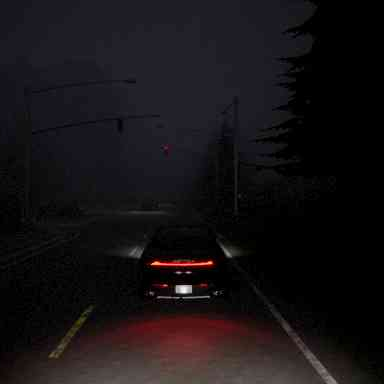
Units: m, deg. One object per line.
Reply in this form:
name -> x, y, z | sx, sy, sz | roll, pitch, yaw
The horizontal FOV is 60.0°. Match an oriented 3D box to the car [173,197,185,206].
car -> -2.141, 1.563, 56.572 | 1.994, 1.385, 4.181 | 0, 0, -2

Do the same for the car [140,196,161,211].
car -> -5.200, 1.477, 40.750 | 1.882, 1.535, 5.008 | 0, 0, -2

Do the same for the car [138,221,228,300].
car -> -0.228, 1.505, 8.416 | 1.837, 1.490, 4.892 | 0, 0, -2

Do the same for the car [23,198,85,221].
car -> -11.035, 1.337, 26.763 | 4.553, 1.767, 2.097 | 0, 0, -12

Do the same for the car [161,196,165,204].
car -> -5.969, 1.525, 61.464 | 1.812, 1.442, 4.674 | 0, 0, -2
